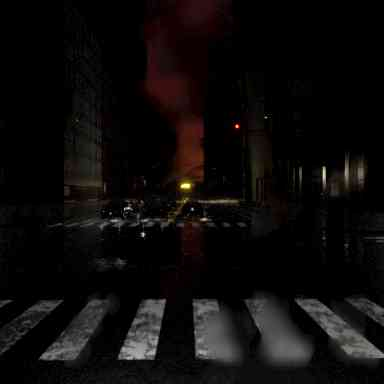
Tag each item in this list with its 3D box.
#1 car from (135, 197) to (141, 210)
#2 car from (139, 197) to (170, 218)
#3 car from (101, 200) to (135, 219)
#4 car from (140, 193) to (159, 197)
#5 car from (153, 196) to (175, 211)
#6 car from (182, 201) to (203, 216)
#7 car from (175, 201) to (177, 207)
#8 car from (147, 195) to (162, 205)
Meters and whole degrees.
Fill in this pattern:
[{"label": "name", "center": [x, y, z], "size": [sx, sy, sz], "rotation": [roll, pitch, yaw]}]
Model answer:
[{"label": "car", "center": [-6.641, 1.604, 38.863], "size": [1.895, 1.301, 4.718], "rotation": [0, 0, 0]}, {"label": "car", "center": [-3.380, 1.480, 30.891], "size": [1.882, 1.535, 5.008], "rotation": [0, 0, 0]}, {"label": "car", "center": [-6.646, 1.507, 29.600], "size": [1.837, 1.490, 4.892], "rotation": [0, 0, 1]}, {"label": "car", "center": [-6.645, 1.227, 48.774], "size": [2.150, 2.045, 5.566], "rotation": [0, 0, 0]}, {"label": "car", "center": [-3.397, 1.529, 40.171], "size": [1.812, 1.442, 4.674], "rotation": [0, 0, 0]}, {"label": "car", "center": [0.049, 1.567, 33.022], "size": [1.994, 1.385, 4.181], "rotation": [0, 0, 0]}, {"label": "car", "center": [-3.391, 1.569, 50.183], "size": [1.994, 1.385, 4.181], "rotation": [0, 0, 1]}, {"label": "car", "center": [-6.622, 1.359, 59.036], "size": [2.097, 1.767, 4.553], "rotation": [0, 0, -1]}]
